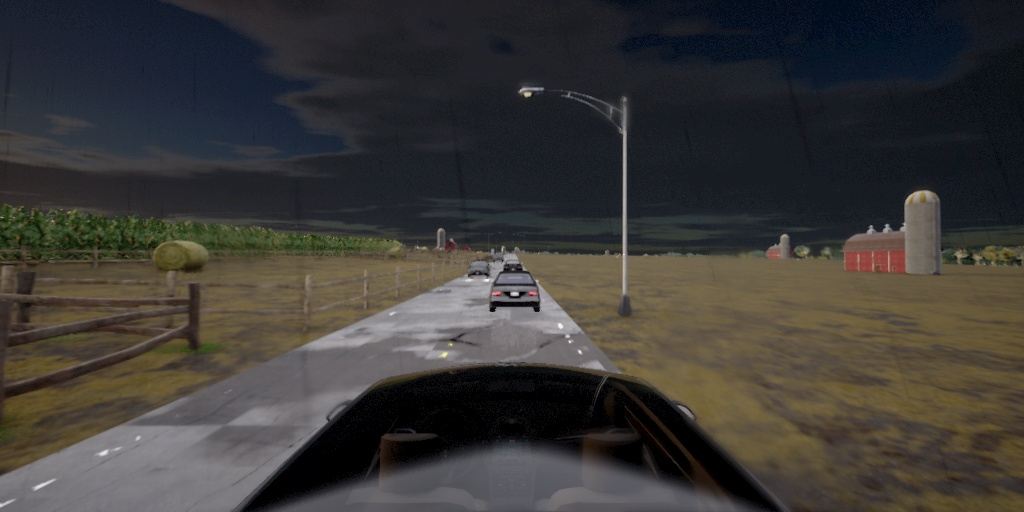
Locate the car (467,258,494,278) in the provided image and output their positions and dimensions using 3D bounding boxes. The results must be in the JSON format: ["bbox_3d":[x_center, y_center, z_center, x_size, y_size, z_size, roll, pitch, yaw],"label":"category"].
[{"bbox_3d":[-2.846,1.148,31.945,1.837,1.490,4.892,0,0,0],"label":"car"}]

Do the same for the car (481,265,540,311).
[{"bbox_3d":[0.104,1.278,14.228,2.033,1.411,5.357,0,0,0],"label":"car"}]

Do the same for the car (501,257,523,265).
[{"bbox_3d":[0.101,1.088,36.456,1.882,1.535,5.008,0,0,0],"label":"car"}]
